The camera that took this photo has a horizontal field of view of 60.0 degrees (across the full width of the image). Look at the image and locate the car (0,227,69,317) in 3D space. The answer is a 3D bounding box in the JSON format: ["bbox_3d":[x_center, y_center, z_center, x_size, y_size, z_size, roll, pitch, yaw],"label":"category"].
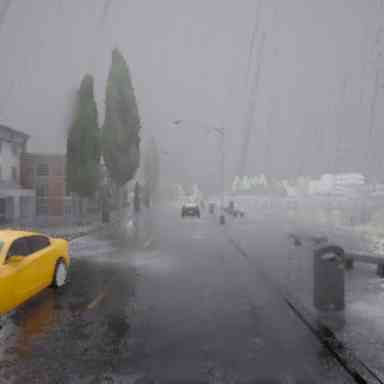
[{"bbox_3d":[-4.131,1.558,6.696,1.882,1.535,5.008,0,-1,0],"label":"car"}]

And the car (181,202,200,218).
[{"bbox_3d":[-0.133,1.896,35.909,1.882,1.535,5.008,0,-1,0],"label":"car"}]

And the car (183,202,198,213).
[{"bbox_3d":[-0.200,2.104,46.324,1.994,1.385,4.181,0,-1,0],"label":"car"}]
